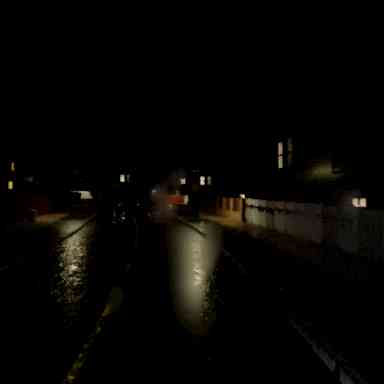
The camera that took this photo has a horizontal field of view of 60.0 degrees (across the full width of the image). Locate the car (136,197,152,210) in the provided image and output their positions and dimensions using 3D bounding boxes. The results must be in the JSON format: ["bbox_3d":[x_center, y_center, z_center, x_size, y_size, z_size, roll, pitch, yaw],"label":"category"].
[{"bbox_3d":[-5.367,1.269,38.086,2.128,1.511,4.902,0,0,-11],"label":"car"}]

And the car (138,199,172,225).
[{"bbox_3d":[-2.510,1.452,23.319,2.033,1.411,5.357,0,0,-10],"label":"car"}]

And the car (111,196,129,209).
[{"bbox_3d":[-8.964,1.232,41.523,2.128,1.511,4.902,0,0,-11],"label":"car"}]
